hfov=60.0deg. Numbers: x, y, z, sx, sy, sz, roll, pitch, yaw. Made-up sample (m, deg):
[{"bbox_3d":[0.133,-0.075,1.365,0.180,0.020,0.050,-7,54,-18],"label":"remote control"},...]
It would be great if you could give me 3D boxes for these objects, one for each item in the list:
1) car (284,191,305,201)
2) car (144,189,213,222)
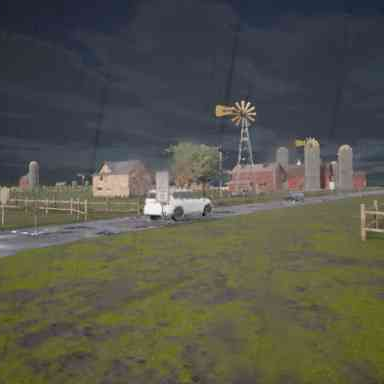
[{"bbox_3d":[15.130,0.611,49.152,1.994,1.385,4.181,-1,1,36],"label":"car"},{"bbox_3d":[-0.807,0.834,22.495,2.150,2.045,5.566,-1,1,36],"label":"car"}]
